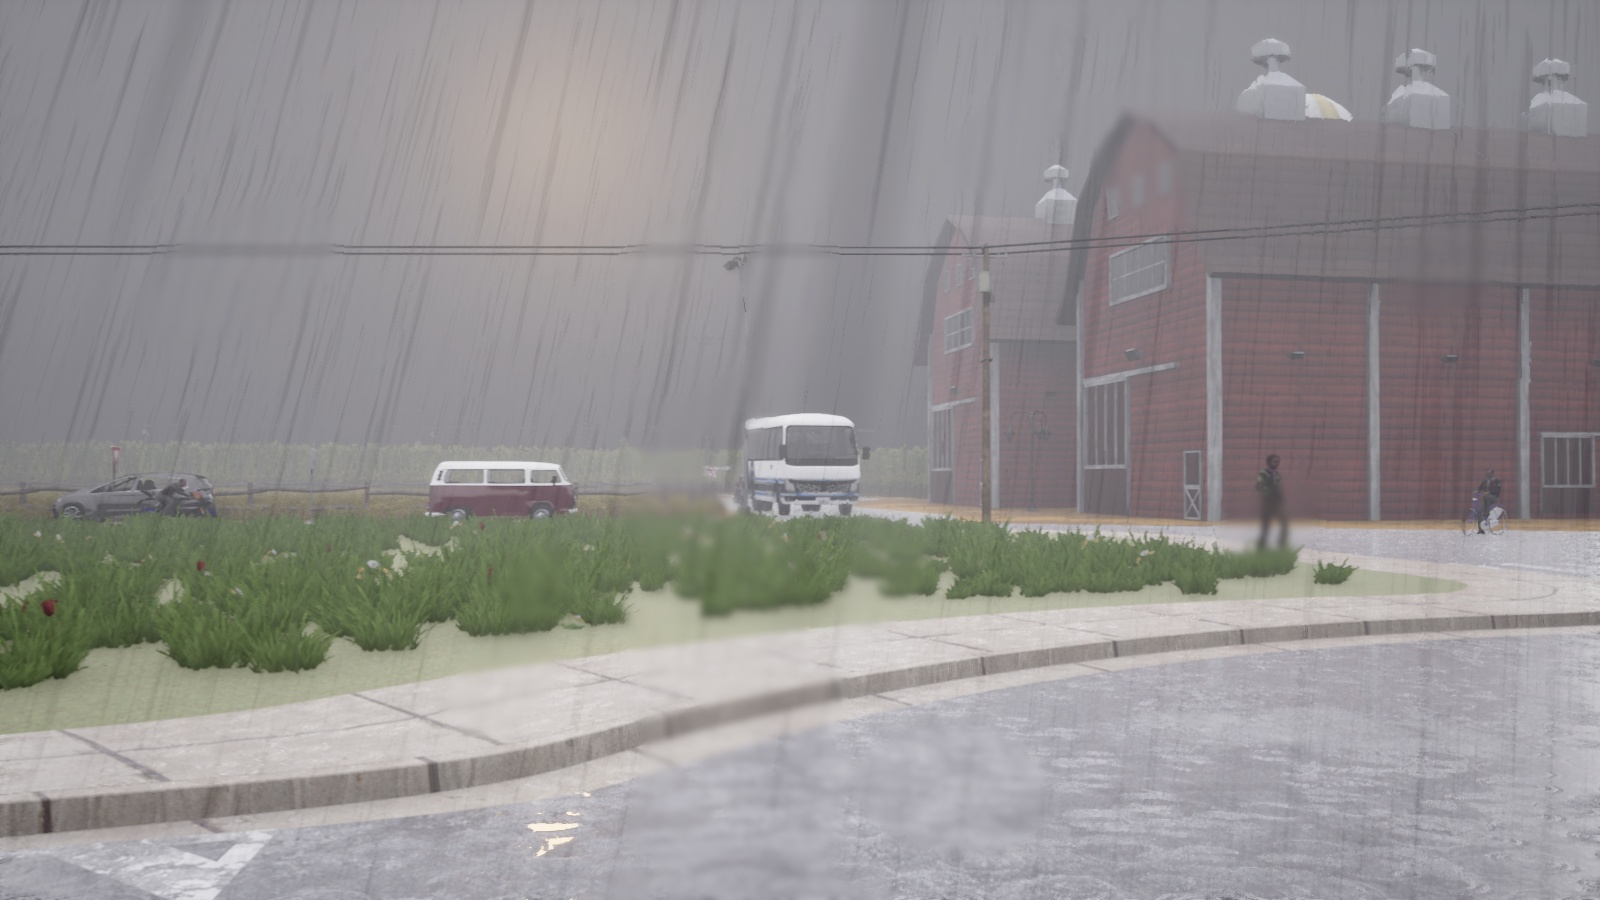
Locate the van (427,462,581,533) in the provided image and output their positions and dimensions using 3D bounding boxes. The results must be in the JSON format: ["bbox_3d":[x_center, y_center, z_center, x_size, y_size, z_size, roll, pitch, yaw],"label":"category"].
[{"bbox_3d":[-9.012,1.425,38.556,4.480,2.038,2.069,-1,-1,-10],"label":"van"}]

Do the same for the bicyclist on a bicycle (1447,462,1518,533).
[{"bbox_3d":[17.600,1.211,32.394,1.843,1.776,0.659,0,1,-28],"label":"bicyclist on a bicycle"}]

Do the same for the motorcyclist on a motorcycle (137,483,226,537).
[{"bbox_3d":[-18.183,1.746,36.940,2.191,1.530,0.866,0,-1,-12],"label":"motorcyclist on a motorcycle"}]

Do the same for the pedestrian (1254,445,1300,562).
[{"bbox_3d":[7.965,0.888,20.996,0.395,1.930,0.692,0,-1,-10],"label":"pedestrian"}]

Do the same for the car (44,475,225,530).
[{"bbox_3d":[-21.093,1.636,40.010,4.611,1.667,2.242,0,-1,-10],"label":"car"}]

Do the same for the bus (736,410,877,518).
[{"bbox_3d":[0.033,0.618,54.567,3.944,4.253,10.273,0,-1,-12],"label":"bus"}]
